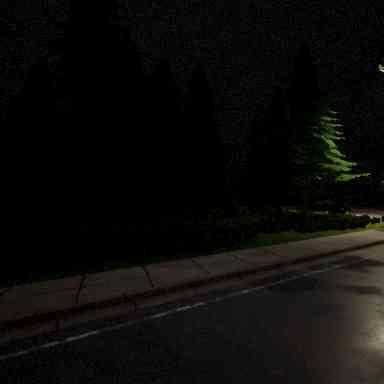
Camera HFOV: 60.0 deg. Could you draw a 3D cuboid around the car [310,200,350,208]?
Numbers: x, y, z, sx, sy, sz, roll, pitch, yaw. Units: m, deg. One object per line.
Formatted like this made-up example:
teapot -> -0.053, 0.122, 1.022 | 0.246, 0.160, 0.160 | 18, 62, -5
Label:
car -> 13.693, 1.574, 34.901 | 2.033, 1.411, 5.357 | 0, 0, -38
